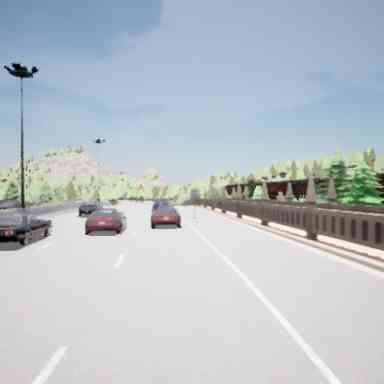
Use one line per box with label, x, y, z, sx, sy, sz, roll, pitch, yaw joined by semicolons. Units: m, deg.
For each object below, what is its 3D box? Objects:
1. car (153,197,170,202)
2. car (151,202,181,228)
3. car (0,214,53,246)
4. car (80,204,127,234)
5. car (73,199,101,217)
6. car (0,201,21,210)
car;-3.686;1.444;40.365;2.097;1.767;4.553;0;0;-6
car;-1.812;1.610;22.825;1.994;1.385;4.181;0;0;-6
car;-8.064;1.674;15.428;1.895;1.301;4.718;0;0;-6
car;-5.006;1.625;19.728;1.994;1.385;4.181;0;0;-6
car;-9.944;1.610;33.096;2.128;1.511;4.902;0;0;-6
car;-21.348;1.769;39.254;1.994;1.385;4.181;0;0;-6
